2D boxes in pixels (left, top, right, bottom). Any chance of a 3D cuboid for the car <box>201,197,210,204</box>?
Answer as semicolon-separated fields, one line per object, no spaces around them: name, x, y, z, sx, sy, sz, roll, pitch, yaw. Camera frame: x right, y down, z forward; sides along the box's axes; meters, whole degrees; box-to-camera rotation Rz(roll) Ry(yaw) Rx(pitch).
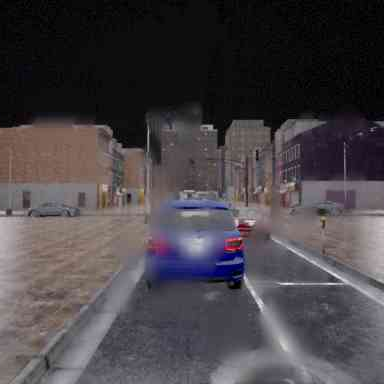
car;2.776;1.858;70.959;1.752;1.417;4.829;1;-1;0

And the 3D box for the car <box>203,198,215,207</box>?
car;2.749;1.716;54.647;1.752;1.417;4.829;1;0;0

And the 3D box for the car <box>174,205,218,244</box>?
car;0.125;1.500;17.044;1.882;1.535;5.008;0;0;-1

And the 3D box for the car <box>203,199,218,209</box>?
car;2.738;1.717;49.040;1.947;1.339;4.313;1;0;0

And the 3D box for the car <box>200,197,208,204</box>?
car;2.785;1.911;76.397;1.752;1.417;4.829;1;-1;0

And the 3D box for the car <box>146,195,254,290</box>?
car;0.057;1.230;9.243;2.150;2.045;5.566;0;0;-1

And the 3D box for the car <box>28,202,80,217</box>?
car;-11.924;1.590;28.928;4.181;1.385;1.994;0;-2;0

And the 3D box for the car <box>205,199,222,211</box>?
car;2.729;1.684;43.603;1.947;1.339;4.313;1;0;0

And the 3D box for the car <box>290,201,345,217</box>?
car;11.936;1.570;31.772;4.902;1.511;2.128;0;-2;3

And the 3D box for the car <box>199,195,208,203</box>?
car;2.798;1.755;81.668;2.192;1.841;5.009;1;-1;0

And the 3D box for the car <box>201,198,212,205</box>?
car;2.765;1.846;65.352;1.947;1.339;4.313;1;-1;0

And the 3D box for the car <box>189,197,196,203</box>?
car;0.138;1.935;81.204;1.837;1.490;4.892;0;-1;0

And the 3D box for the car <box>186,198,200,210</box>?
car;0.147;1.635;45.809;1.837;1.490;4.892;0;0;0

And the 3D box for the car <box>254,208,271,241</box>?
car;2.689;1.462;16.857;1.967;1.590;4.097;2;0;0
